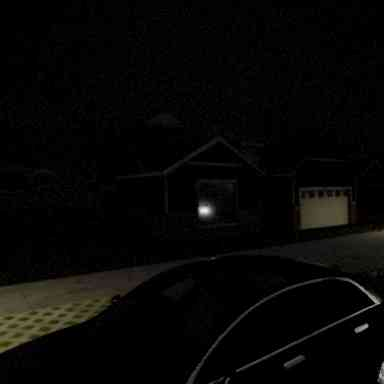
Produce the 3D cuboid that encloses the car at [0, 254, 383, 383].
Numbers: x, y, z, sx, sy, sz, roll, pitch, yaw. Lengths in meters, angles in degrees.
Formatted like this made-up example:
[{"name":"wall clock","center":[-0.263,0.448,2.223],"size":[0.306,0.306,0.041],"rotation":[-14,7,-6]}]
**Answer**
[{"name":"car","center":[0.327,1.499,3.265],"size":[4.892,1.490,1.837],"rotation":[-1,0,-35]}]
